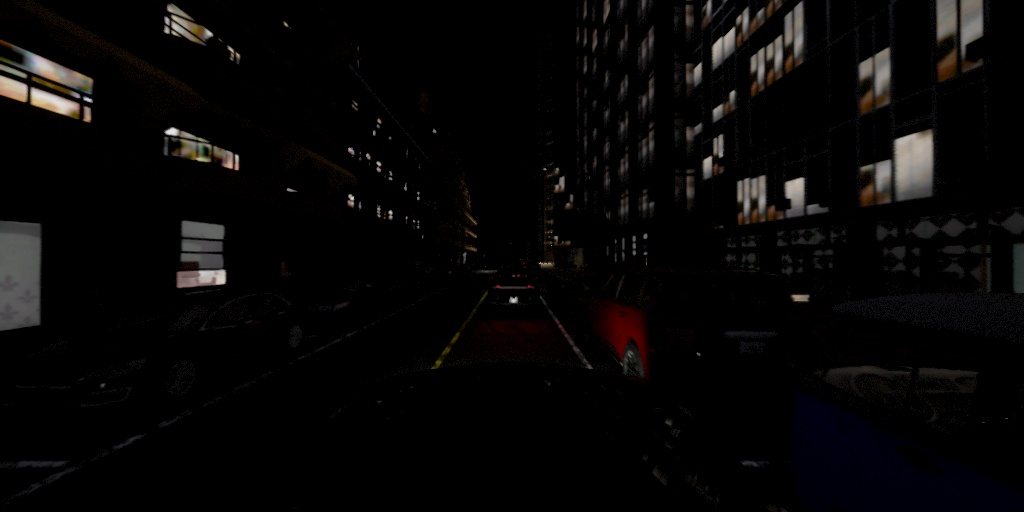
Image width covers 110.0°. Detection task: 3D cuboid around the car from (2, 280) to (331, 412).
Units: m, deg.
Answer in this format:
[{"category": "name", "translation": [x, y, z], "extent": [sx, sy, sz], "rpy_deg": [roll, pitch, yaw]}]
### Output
[{"category": "car", "translation": [-5.315, 1.301, 6.224], "extent": [2.007, 1.370, 4.403], "rpy_deg": [0, 0, 0]}]

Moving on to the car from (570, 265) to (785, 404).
[{"category": "car", "translation": [2.565, 1.065, 6.234], "extent": [2.192, 1.841, 5.009], "rpy_deg": [0, 0, 0]}]

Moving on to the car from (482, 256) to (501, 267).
[{"category": "car", "translation": [-2.820, 1.021, 53.413], "extent": [2.150, 2.045, 5.566], "rpy_deg": [0, 0, 0]}]

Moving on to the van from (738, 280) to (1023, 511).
[{"category": "van", "translation": [2.566, 1.091, 0.698], "extent": [1.690, 1.789, 3.998], "rpy_deg": [0, 0, 0]}]

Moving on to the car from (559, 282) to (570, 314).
[{"category": "car", "translation": [2.565, 1.334, 11.770], "extent": [1.802, 1.307, 4.207], "rpy_deg": [0, 0, 0]}]

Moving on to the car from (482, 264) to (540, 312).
[{"category": "car", "translation": [0.071, 1.246, 14.189], "extent": [2.128, 1.511, 4.902], "rpy_deg": [0, 0, 0]}]

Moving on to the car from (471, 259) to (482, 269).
[{"category": "car", "translation": [-5.317, 1.243, 56.046], "extent": [1.967, 1.591, 4.097], "rpy_deg": [0, 0, 0]}]

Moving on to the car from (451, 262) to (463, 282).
[{"category": "car", "translation": [-5.316, 1.202, 28.368], "extent": [1.967, 1.591, 4.097], "rpy_deg": [0, 0, 0]}]

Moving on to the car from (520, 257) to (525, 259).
[{"category": "car", "translation": [2.747, 1.274, 63.857], "extent": [1.801, 1.575, 5.366], "rpy_deg": [0, 0, 0]}]

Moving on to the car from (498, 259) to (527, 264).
[{"category": "car", "translation": [0.071, 1.270, 29.348], "extent": [1.837, 1.490, 4.892], "rpy_deg": [0, 0, 0]}]

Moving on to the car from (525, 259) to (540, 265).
[{"category": "car", "translation": [2.564, 1.348, 44.983], "extent": [1.948, 1.339, 4.313], "rpy_deg": [0, 0, 0]}]

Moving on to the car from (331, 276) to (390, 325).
[{"category": "car", "translation": [-5.315, 1.335, 11.760], "extent": [1.802, 1.307, 4.207], "rpy_deg": [0, 0, 0]}]

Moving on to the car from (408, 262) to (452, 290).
[{"category": "car", "translation": [-5.316, 1.303, 22.832], "extent": [1.888, 1.381, 4.507], "rpy_deg": [0, 0, 0]}]

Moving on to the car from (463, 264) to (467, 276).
[{"category": "car", "translation": [-5.316, 1.313, 33.904], "extent": [1.888, 1.381, 4.507], "rpy_deg": [0, 0, 0]}]
